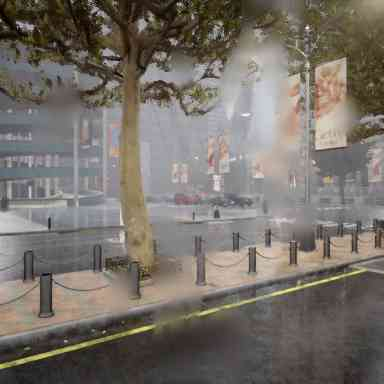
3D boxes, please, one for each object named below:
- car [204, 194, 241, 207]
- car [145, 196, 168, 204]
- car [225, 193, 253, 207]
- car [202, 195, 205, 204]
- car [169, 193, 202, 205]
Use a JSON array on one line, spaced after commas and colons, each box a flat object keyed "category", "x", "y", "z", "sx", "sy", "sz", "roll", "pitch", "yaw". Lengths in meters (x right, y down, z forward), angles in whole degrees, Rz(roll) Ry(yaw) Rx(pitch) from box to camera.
[{"category": "car", "x": 4.583, "y": 1.492, "z": 50.713, "sx": 2.128, "sy": 1.511, "sz": 4.902, "roll": 0, "pitch": 0, "yaw": -35}, {"category": "car", "x": -7.684, "y": 1.505, "z": 66.441, "sx": 4.892, "sy": 1.490, "sz": 1.837, "roll": 0, "pitch": 0, "yaw": 43}, {"category": "car", "x": 7.194, "y": 1.221, "z": 53.084, "sx": 2.150, "sy": 2.045, "sz": 5.566, "roll": 0, "pitch": 0, "yaw": -36}, {"category": "car", "x": 1.494, "y": 1.352, "z": 60.949, "sx": 2.097, "sy": 1.767, "sz": 4.553, "roll": 0, "pitch": 0, "yaw": -37}, {"category": "car", "x": -1.166, "y": 1.221, "z": 58.722, "sx": 2.150, "sy": 2.045, "sz": 5.566, "roll": 0, "pitch": 0, "yaw": -36}]
